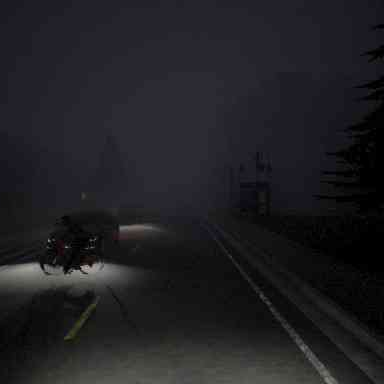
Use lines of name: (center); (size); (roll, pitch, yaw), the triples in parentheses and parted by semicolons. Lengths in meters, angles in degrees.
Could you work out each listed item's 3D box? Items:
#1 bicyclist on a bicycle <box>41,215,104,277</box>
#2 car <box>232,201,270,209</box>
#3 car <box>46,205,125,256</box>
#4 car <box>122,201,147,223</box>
bicyclist on a bicycle: (-3.192, 1.452, 8.866); (1.656, 1.620, 0.582); (0, 0, -2)
car: (7.733, 1.586, 43.724); (4.718, 1.301, 1.895); (0, 0, -4)
car: (-4.088, 1.503, 13.164); (1.837, 1.490, 4.892); (0, 1, -2)
car: (-4.587, 1.478, 25.702); (1.882, 1.535, 5.008); (0, 0, -2)
